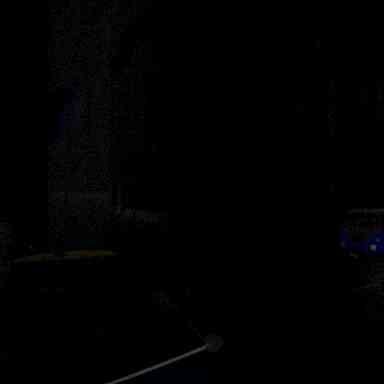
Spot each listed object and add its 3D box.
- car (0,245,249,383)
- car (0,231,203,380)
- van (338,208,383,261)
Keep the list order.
[{"bbox_3d":[-1.760,1.350,2.001,4.553,1.767,2.097,1,0,-36],"label":"car"},{"bbox_3d":[-2.291,1.534,5.016,4.829,1.417,1.752,1,0,-36],"label":"car"},{"bbox_3d":[6.690,1.444,11.447,3.998,1.788,1.690,1,0,-36],"label":"van"}]
